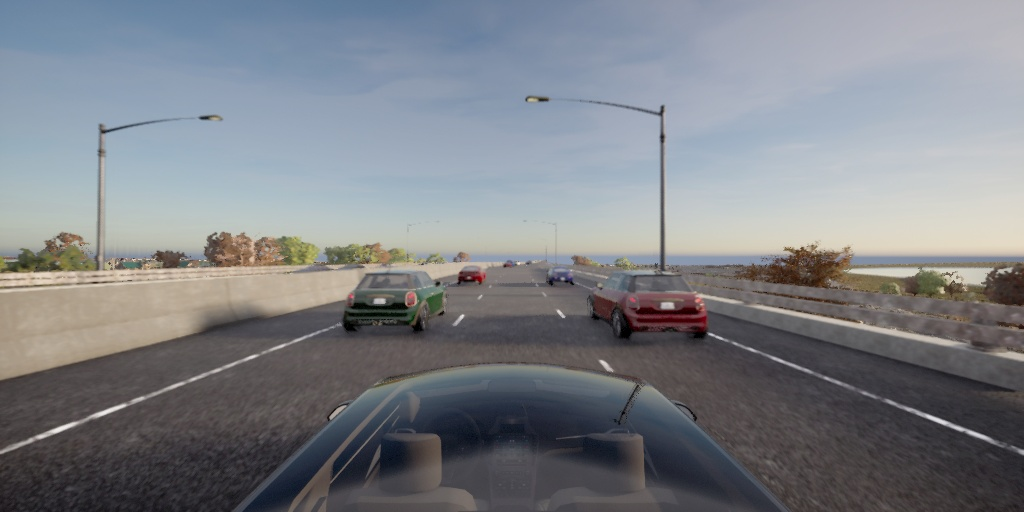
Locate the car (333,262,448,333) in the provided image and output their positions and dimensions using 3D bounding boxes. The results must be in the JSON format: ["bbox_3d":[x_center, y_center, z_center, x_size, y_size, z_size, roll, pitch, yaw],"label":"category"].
[{"bbox_3d":[-3.372,1.191,11.290,2.097,1.767,4.553,0,-1,0],"label":"car"}]

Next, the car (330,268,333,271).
[{"bbox_3d":[-17.200,1.625,38.747,1.837,1.490,4.892,0,-1,1],"label":"car"}]

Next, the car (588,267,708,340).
[{"bbox_3d":[3.625,1.189,10.469,2.097,1.767,4.553,0,-1,0],"label":"car"}]

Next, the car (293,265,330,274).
[{"bbox_3d":[-20.723,1.652,37.805,2.033,1.411,5.357,0,-1,1],"label":"car"}]

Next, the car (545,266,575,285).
[{"bbox_3d":[3.807,1.556,28.938,1.812,1.442,4.674,0,-1,1],"label":"car"}]

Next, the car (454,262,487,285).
[{"bbox_3d":[-3.187,1.506,29.380,1.882,1.535,5.008,0,-1,1],"label":"car"}]
